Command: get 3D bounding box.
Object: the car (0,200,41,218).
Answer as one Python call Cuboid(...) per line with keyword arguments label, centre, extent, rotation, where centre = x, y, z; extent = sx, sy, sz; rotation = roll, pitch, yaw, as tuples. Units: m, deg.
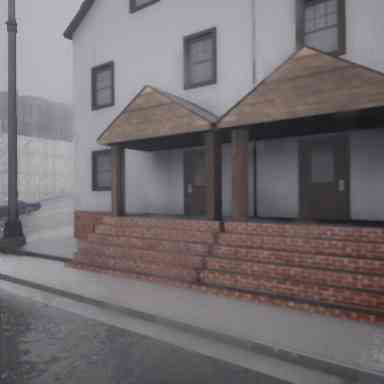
Cuboid(label="car", centre=(-13.737, 1.302, 24.343), extent=(1.895, 1.301, 4.718), rotation=(-1, 6, 35))
